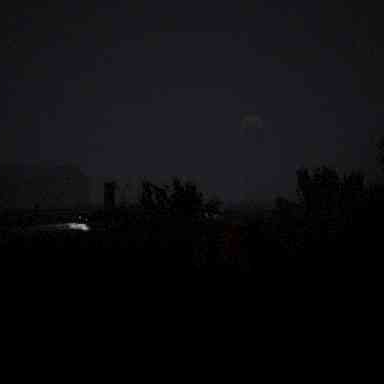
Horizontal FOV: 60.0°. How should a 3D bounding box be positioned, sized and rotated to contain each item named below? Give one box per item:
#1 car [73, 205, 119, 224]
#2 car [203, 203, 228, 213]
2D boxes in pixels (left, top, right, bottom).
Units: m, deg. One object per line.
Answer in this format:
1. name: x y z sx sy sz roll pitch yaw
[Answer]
1. car: -7.317 1.722 26.562 1.994 1.385 4.181 0 0 32
2. car: 2.770 1.846 40.942 1.812 1.442 4.674 0 0 36
